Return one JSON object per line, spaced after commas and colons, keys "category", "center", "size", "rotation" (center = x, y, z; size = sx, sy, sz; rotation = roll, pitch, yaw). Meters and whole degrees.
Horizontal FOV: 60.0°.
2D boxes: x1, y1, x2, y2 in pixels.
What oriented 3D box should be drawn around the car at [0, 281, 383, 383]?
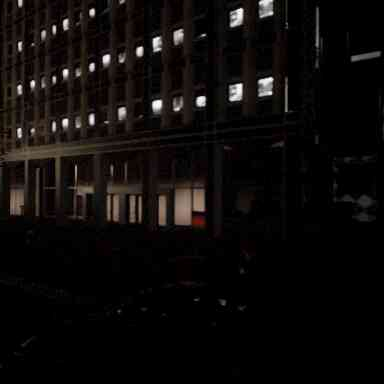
{"category": "car", "center": [-0.375, 1.585, 3.129], "size": [4.313, 1.339, 1.947], "rotation": [-1, 1, 36]}
